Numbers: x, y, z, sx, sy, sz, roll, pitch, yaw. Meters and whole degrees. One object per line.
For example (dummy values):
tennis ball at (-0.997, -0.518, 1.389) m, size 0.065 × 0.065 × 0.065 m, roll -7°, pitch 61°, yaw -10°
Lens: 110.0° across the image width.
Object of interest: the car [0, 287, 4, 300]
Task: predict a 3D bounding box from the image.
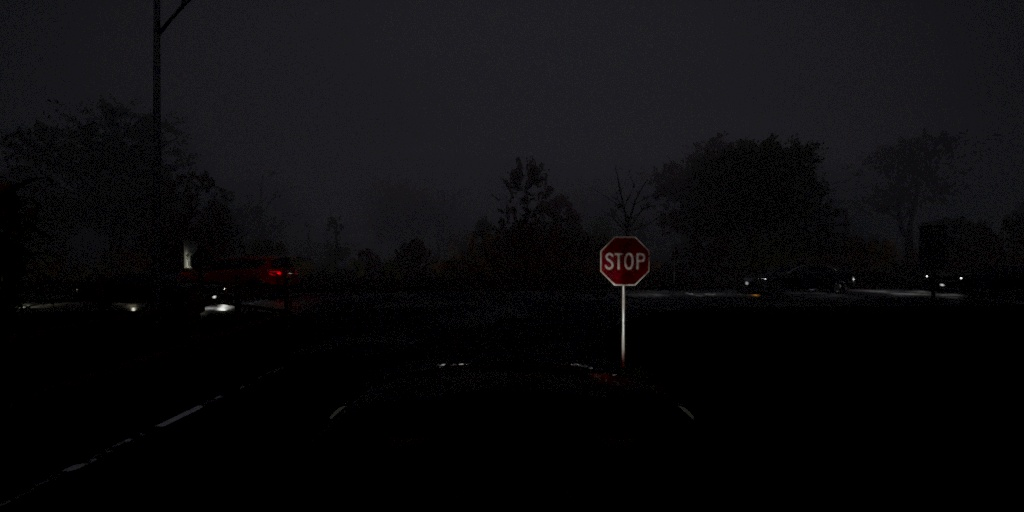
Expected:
car at (-25.297, 1.416, 15.629) m, size 5.008 × 1.535 × 1.882 m, roll 0°, pitch 0°, yaw 1°

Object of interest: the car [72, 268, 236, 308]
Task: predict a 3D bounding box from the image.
car at (-15.518, 1.410, 15.522) m, size 5.357 × 1.411 × 2.033 m, roll 0°, pitch 0°, yaw 1°

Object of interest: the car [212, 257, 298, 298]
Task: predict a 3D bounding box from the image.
car at (-14.186, 1.057, 18.600) m, size 5.566 × 2.045 × 2.150 m, roll 0°, pitch 0°, yaw 0°

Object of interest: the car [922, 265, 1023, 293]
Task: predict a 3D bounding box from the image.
car at (23.875, 1.129, 18.045) m, size 4.718 × 1.301 × 1.895 m, roll 0°, pitch 0°, yaw 1°

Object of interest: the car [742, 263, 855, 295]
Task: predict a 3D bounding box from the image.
car at (14.359, 1.100, 18.148) m, size 4.902 × 1.511 × 2.128 m, roll 0°, pitch 0°, yaw 1°

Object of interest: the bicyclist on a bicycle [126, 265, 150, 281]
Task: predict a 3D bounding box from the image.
bicyclist on a bicycle at (-22.480, 1.345, 21.569) m, size 0.582 × 1.620 × 1.656 m, roll 0°, pitch 0°, yaw 1°
